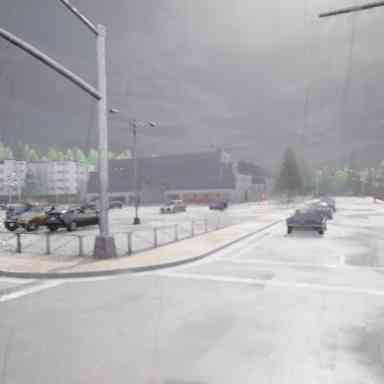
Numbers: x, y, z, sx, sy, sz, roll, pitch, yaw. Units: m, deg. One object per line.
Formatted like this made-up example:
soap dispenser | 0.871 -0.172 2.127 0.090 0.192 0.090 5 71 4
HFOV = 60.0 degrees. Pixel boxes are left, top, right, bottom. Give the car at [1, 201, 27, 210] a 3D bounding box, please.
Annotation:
car | -33.441 2.585 62.506 1.970 1.475 3.806 -2 -1 25

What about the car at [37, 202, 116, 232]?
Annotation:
car | -7.515 1.715 22.115 2.007 1.523 4.514 -2 -1 25

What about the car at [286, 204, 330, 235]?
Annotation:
car | 6.667 1.609 19.189 1.895 1.301 4.718 -2 -1 25

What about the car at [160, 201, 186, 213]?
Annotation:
car | -2.262 1.791 40.220 1.970 1.475 3.806 -2 -1 25

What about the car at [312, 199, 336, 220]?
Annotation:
car | 10.855 1.550 28.265 1.994 1.385 4.181 -2 -1 25

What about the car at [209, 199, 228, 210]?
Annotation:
car | 3.602 1.686 45.656 1.845 1.501 3.633 -2 -1 25

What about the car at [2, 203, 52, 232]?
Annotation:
car | -10.373 1.786 23.408 2.152 1.636 5.027 -2 -1 25

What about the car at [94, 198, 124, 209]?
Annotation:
car | -13.141 1.884 53.722 1.932 1.855 4.605 -2 -1 25

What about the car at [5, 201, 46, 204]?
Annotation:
car | -17.800 2.059 35.407 1.845 1.501 3.633 -2 -1 25

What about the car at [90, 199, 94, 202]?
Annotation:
car | -15.944 1.939 54.591 1.905 1.878 3.866 -2 -1 25
